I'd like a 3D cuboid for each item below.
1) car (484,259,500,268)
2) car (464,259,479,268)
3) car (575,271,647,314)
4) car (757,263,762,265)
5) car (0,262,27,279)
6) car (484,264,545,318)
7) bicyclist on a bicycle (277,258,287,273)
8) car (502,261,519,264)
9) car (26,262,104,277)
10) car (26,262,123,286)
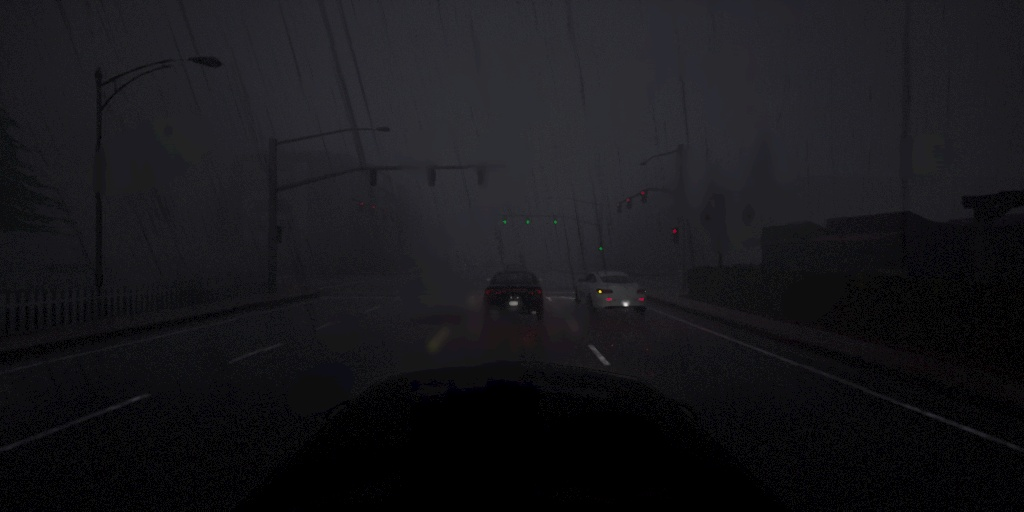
[{"bbox_3d":[-3.417,1.360,57.725,1.895,1.301,4.718,0,0,3],"label":"car"},{"bbox_3d":[-6.701,1.264,60.007,1.837,1.490,4.892,0,0,4],"label":"car"},{"bbox_3d":[3.589,1.278,13.586,1.812,1.442,4.674,0,0,0],"label":"car"},{"bbox_3d":[17.273,1.232,23.641,5.008,1.535,1.882,0,0,2],"label":"car"},{"bbox_3d":[-44.808,1.246,32.228,4.902,1.511,2.128,0,0,1],"label":"car"},{"bbox_3d":[0.087,1.230,12.946,1.882,1.535,5.008,0,0,0],"label":"car"},{"bbox_3d":[-25.124,1.057,39.109,0.582,1.620,1.656,0,0,1],"label":"bicyclist on a bicycle"},{"bbox_3d":[0.355,1.356,30.935,1.895,1.301,4.718,0,0,1],"label":"car"},{"bbox_3d":[-44.416,1.302,35.715,5.357,1.411,2.033,0,0,1],"label":"car"},{"bbox_3d":[-29.758,1.257,24.748,4.892,1.490,1.837,0,0,2],"label":"car"}]
